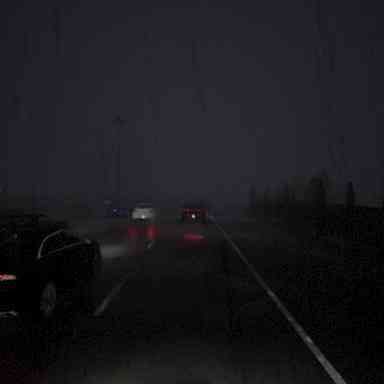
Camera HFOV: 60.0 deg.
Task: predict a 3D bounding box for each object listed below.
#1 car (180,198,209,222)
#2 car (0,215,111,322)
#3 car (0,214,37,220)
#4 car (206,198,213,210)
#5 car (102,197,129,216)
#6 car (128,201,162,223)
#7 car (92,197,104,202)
[{"bbox_3d":[0.122,1.487,26.203,1.837,1.490,4.892,0,0,0],"label":"car"},{"bbox_3d":[-3.401,1.487,7.193,2.128,1.511,4.902,0,0,0],"label":"car"},{"bbox_3d":[-6.902,1.593,14.071,1.895,1.301,4.718,0,0,0],"label":"car"},{"bbox_3d":[1.544,1.499,42.882,1.812,1.442,4.674,0,0,10],"label":"car"},{"bbox_3d":[-6.713,1.459,31.890,1.882,1.535,5.008,0,0,2],"label":"car"},{"bbox_3d":[-3.383,1.510,25.517,1.812,1.442,4.674,0,0,0],"label":"car"},{"bbox_3d":[-12.264,1.450,46.366,1.882,1.535,5.008,0,0,11],"label":"car"}]
